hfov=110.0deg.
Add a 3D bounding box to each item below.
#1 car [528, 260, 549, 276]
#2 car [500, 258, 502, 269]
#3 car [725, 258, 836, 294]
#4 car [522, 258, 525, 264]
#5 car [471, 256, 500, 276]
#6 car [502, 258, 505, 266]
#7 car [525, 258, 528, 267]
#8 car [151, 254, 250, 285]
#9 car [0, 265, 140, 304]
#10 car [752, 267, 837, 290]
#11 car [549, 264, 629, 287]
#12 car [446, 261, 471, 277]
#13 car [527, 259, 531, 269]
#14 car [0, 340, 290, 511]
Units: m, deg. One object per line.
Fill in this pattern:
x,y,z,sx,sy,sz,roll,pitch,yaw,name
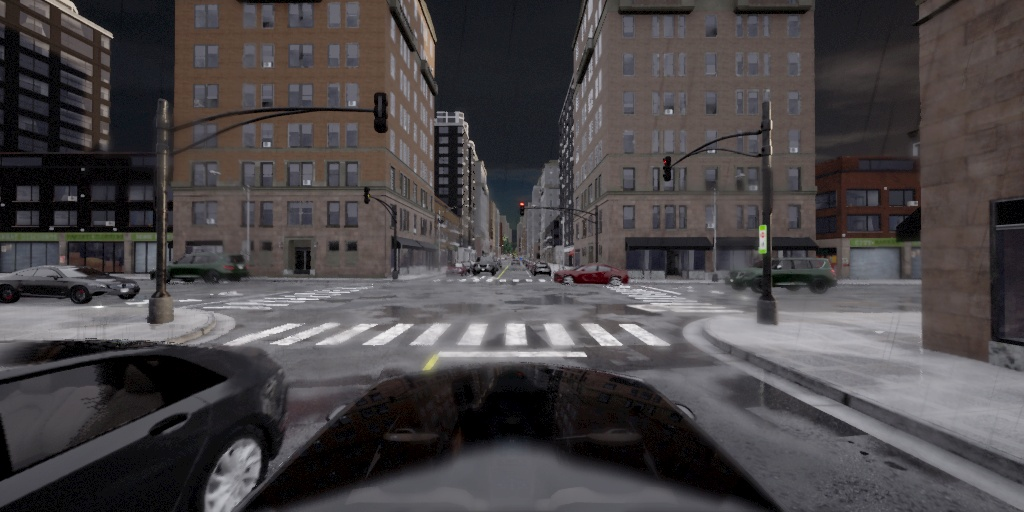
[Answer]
2.962,1.319,36.197,1.948,1.339,4.313,0,0,1,car
-2.665,1.258,47.892,1.837,1.490,4.892,0,0,1,car
15.617,1.105,20.978,5.566,2.045,2.150,0,-1,0,car
3.298,1.316,63.849,1.948,1.339,4.313,0,0,1,car
-2.787,0.976,37.804,2.150,2.045,5.566,0,0,1,car
-2.529,1.353,58.148,1.895,1.301,4.718,0,0,1,car
3.096,1.303,47.258,2.007,1.370,4.403,0,0,1,car
-21.109,0.879,24.453,5.566,2.045,2.150,1,-1,0,car
-17.929,1.106,14.483,4.674,1.442,1.812,0,-1,1,car
18.965,1.502,24.201,4.181,1.385,1.994,0,-1,0,car
5.329,1.267,24.290,5.008,1.535,1.882,1,-1,0,car
-5.563,1.336,36.297,1.802,1.307,4.207,0,0,1,car
3.029,1.298,41.728,1.888,1.381,4.507,0,0,1,car
-2.974,1.256,1.288,1.837,1.490,4.892,0,0,1,car
